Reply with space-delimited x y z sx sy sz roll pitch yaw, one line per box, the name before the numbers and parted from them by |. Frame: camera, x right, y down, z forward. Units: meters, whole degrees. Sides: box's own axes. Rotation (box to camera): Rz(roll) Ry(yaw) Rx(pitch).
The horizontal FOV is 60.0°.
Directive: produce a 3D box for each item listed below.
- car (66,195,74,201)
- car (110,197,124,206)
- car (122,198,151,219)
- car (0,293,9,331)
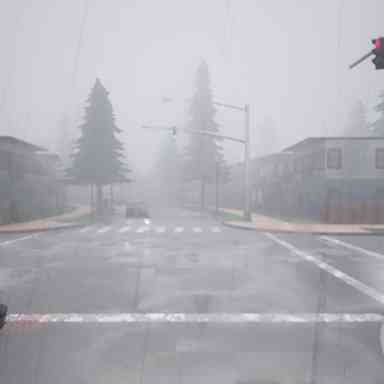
car | -27.418 1.277 71.377 5.357 1.411 2.033 0 0 40
car | -11.327 1.479 51.934 1.895 1.301 4.718 0 0 -28
car | -4.591 1.421 28.603 1.837 1.490 4.892 0 0 -5
car | -3.500 1.543 2.339 2.033 1.411 5.357 0 0 0
